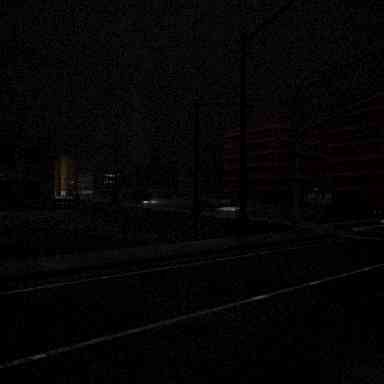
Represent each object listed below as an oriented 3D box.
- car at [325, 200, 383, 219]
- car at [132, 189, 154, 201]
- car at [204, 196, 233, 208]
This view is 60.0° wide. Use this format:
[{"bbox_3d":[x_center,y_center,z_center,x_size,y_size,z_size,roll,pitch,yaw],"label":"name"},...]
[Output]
[{"bbox_3d":[13.758,1.436,28.086,1.837,1.490,4.892,0,1,-35],"label":"car"},{"bbox_3d":[-9.073,0.495,61.401,2.150,2.045,5.566,0,1,-34],"label":"car"},{"bbox_3d":[3.377,1.204,43.118,1.812,1.442,4.674,0,1,-34],"label":"car"}]
